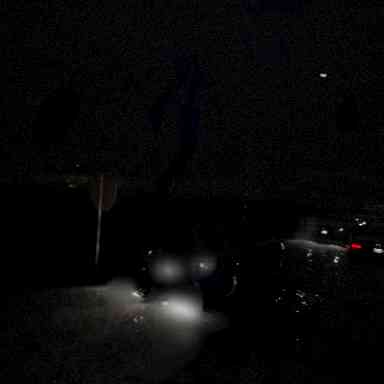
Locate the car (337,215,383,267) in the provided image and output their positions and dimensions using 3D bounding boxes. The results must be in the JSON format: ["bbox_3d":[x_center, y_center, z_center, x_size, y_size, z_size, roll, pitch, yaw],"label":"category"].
[{"bbox_3d":[6.898,1.822,11.641,2.033,1.411,5.357,6,2,37],"label":"car"}]

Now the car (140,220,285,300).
[{"bbox_3d":[0.740,1.422,8.175,1.994,1.385,4.181,6,2,37],"label":"car"}]

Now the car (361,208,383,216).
[{"bbox_3d":[13.471,2.005,25.122,1.837,1.490,4.892,6,2,37],"label":"car"}]

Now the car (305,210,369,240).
[{"bbox_3d":[7.318,1.741,16.936,1.994,1.385,4.181,6,2,37],"label":"car"}]
